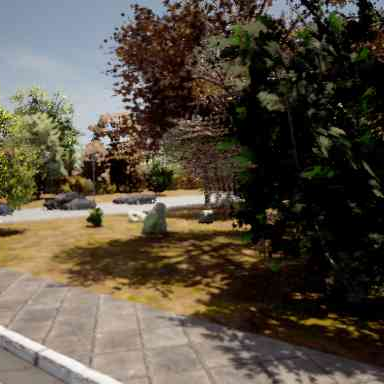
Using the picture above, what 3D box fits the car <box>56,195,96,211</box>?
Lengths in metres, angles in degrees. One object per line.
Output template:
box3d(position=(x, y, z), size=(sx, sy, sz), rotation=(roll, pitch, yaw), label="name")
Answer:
box3d(position=(-14.001, 1.509, 41.110), size=(1.994, 1.385, 4.181), rotation=(0, 1, 39), label="car")

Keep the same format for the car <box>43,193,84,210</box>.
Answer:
box3d(position=(-16.548, 1.180, 43.536), size=(2.150, 2.045, 5.566), rotation=(0, 1, 38), label="car")

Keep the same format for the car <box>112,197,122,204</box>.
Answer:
box3d(position=(-9.853, 1.089, 51.811), size=(2.033, 1.411, 5.357), rotation=(0, 2, 39), label="car")

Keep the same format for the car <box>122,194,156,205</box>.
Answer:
box3d(position=(-7.469, 1.049, 49.195), size=(1.837, 1.490, 4.892), rotation=(0, 2, 39), label="car")

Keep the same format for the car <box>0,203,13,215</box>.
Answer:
box3d(position=(-20.287, 1.726, 33.316), size=(1.994, 1.385, 4.181), rotation=(0, 0, 39), label="car")
